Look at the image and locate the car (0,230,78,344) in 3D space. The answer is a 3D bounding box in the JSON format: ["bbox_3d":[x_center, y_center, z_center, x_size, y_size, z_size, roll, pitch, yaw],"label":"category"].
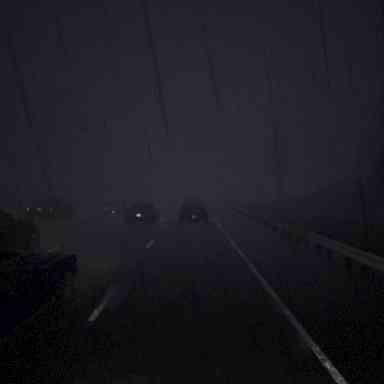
[{"bbox_3d":[-3.401,1.573,5.156,1.895,1.301,4.718,0,0,0],"label":"car"}]

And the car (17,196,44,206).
[{"bbox_3d":[-24.566,1.300,50.812,1.994,1.385,4.181,0,0,0],"label":"car"}]

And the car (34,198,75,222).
[{"bbox_3d":[-10.400,1.223,24.784,2.097,1.767,4.553,0,0,0],"label":"car"}]

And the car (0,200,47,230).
[{"bbox_3d":[-6.901,1.295,10.933,2.097,1.767,4.553,0,0,0],"label":"car"}]

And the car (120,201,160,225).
[{"bbox_3d":[-3.399,1.444,23.184,1.994,1.385,4.181,0,0,0],"label":"car"}]

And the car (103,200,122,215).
[{"bbox_3d":[-6.900,1.438,31.361,1.895,1.301,4.718,0,0,0],"label":"car"}]

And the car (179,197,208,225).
[{"bbox_3d":[0.100,1.357,23.143,1.882,1.535,5.008,0,1,0],"label":"car"}]
